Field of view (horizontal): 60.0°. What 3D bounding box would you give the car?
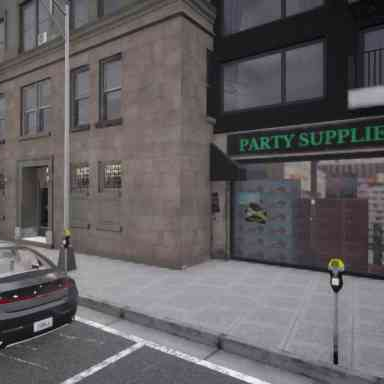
[{"bbox_3d":[-3.788,1.551,5.746,4.403,1.369,2.008,0,0,35],"label":"car"}]
